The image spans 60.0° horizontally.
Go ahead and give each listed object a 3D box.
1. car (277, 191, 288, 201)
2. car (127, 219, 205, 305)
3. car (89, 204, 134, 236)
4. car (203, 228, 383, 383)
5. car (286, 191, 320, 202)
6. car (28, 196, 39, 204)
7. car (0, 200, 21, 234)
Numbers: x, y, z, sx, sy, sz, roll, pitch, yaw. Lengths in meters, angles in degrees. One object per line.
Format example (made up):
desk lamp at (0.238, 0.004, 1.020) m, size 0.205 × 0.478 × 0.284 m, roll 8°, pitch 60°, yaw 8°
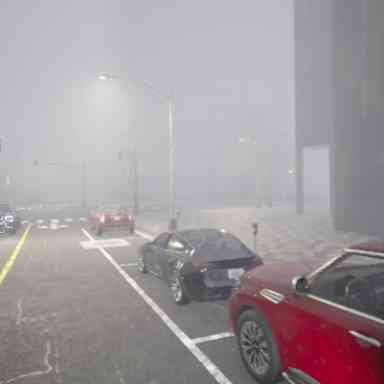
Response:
car at (16.039, 0.598, 54.238) m, size 4.553 × 1.767 × 2.097 m, roll -1°, pitch 1°, yaw -23°
car at (-0.019, 1.507, 7.944) m, size 1.947 × 1.339 × 4.313 m, roll -1°, pitch 1°, yaw -23°
car at (-4.492, 1.380, 18.291) m, size 1.967 × 1.590 × 4.097 m, roll -1°, pitch 1°, yaw -23°
car at (2.211, 1.258, 2.768) m, size 2.192 × 1.841 × 5.009 m, roll -1°, pitch 1°, yaw -23°
car at (17.357, 0.862, 51.273) m, size 4.718 × 1.301 × 1.895 m, roll -1°, pitch 1°, yaw -23°
car at (-32.581, 1.569, 68.674) m, size 1.837 × 1.490 × 4.892 m, roll -1°, pitch 0°, yaw -24°
car at (-10.951, 1.392, 18.721) m, size 2.097 × 1.767 × 4.553 m, roll -1°, pitch 0°, yaw -23°
